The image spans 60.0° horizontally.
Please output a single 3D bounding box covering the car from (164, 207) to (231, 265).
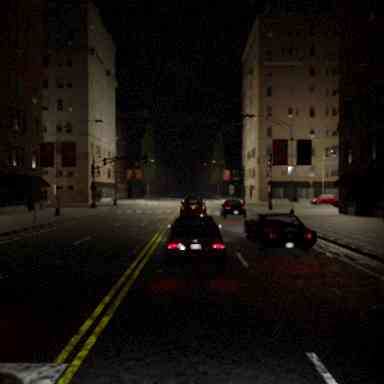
[{"bbox_3d":[0.099,1.481,11.335,2.033,1.411,5.357,0,0,0],"label":"car"}]

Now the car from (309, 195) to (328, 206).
[{"bbox_3d":[18.918,1.139,47.433,4.097,1.590,1.967,0,1,0],"label":"car"}]

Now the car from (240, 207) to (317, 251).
[{"bbox_3d":[3.351,1.520,13.622,1.895,1.301,4.718,0,0,0],"label":"car"}]

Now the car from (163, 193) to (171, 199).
[{"bbox_3d":[-6.496,0.964,87.898,1.837,1.490,4.892,0,0,0],"label":"car"}]

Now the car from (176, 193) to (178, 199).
[{"bbox_3d":[-3.246,0.941,87.898,1.882,1.535,5.008,0,0,0],"label":"car"}]

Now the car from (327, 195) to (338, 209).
[{"bbox_3d":[18.877,1.346,39.410,4.313,1.339,1.947,0,1,0],"label":"car"}]

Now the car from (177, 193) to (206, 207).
[{"bbox_3d":[0.102,1.192,27.339,2.097,1.767,4.553,0,0,0],"label":"car"}]

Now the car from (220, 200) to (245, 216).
[{"bbox_3d":[3.352,1.364,27.489,1.812,1.442,4.674,0,0,0],"label":"car"}]
